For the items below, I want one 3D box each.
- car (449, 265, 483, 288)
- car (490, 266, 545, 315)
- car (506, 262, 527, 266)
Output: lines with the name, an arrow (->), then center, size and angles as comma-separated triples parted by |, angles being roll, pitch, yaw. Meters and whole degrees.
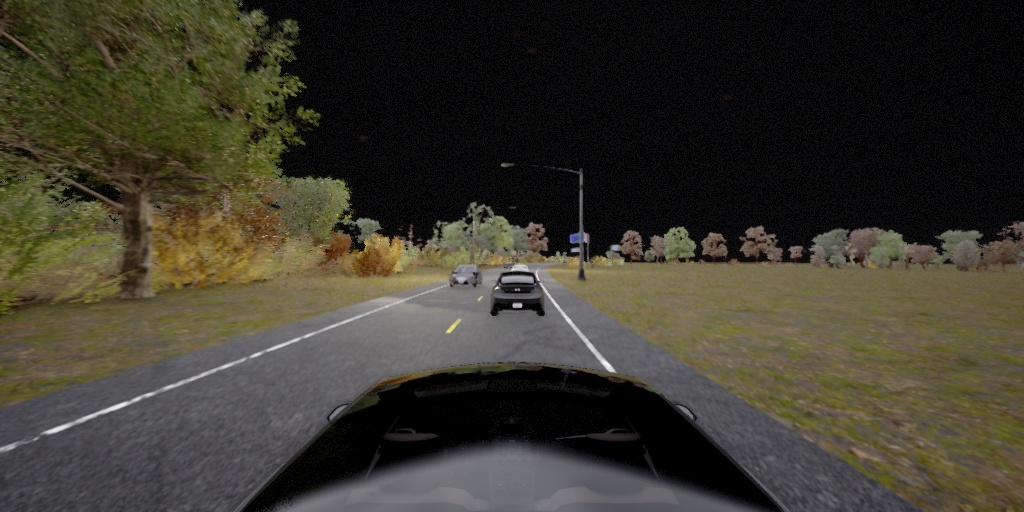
car -> -3.171, 1.392, 25.476 | 2.128, 1.511, 4.902 | 0, 0, 2
car -> 0.219, 1.334, 13.908 | 1.837, 1.490, 4.892 | 0, 0, 1
car -> 0.752, 1.472, 31.557 | 1.812, 1.442, 4.674 | 0, 0, 2
